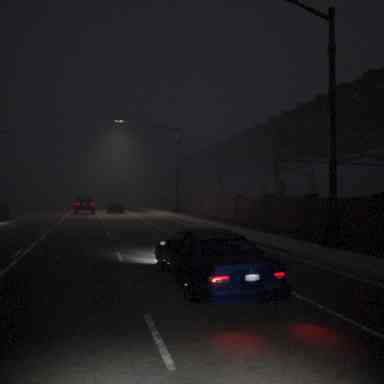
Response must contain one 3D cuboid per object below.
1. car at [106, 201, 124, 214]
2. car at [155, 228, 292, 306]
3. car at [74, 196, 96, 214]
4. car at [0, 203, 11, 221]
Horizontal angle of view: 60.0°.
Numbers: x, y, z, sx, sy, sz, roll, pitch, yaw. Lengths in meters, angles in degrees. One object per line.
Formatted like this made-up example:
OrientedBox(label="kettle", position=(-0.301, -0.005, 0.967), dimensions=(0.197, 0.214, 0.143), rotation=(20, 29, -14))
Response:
OrientedBox(label="car", position=(-9.435, 1.819, 40.807), dimensions=(1.882, 1.535, 5.008), rotation=(1, 0, -17))
OrientedBox(label="car", position=(0.380, 1.648, 8.556), dimensions=(2.033, 1.411, 5.357), rotation=(1, -1, -17))
OrientedBox(label="car", position=(-12.555, 1.509, 39.054), dimensions=(2.150, 2.045, 5.566), rotation=(1, 0, -17))
OrientedBox(label="car", position=(-16.736, 1.660, 28.068), dimensions=(2.033, 1.411, 5.357), rotation=(1, -1, -17))
